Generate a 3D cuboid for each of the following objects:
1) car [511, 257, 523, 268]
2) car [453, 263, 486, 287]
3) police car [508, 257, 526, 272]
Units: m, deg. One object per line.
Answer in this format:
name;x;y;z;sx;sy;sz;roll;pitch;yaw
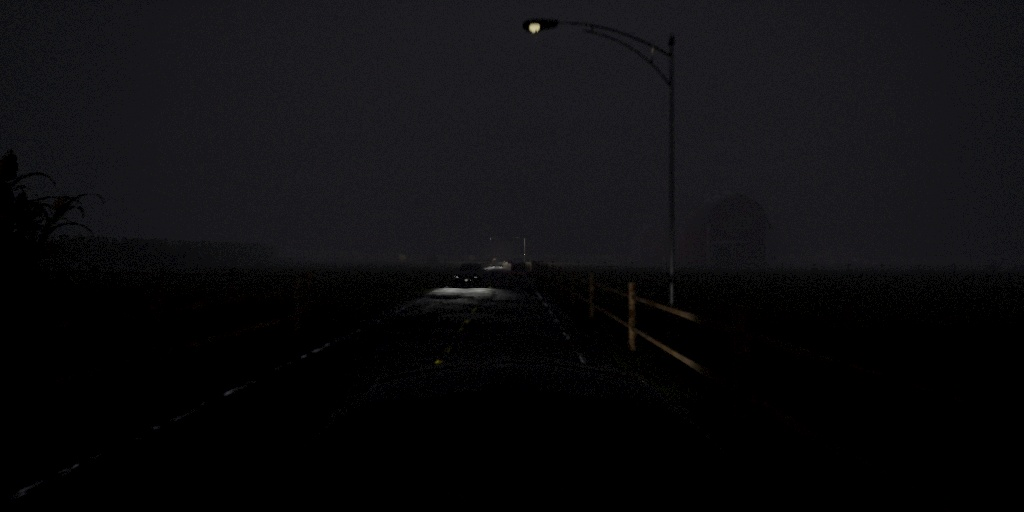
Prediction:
car;0.816;1.075;61.365;2.097;1.767;4.553;0;0;0
car;-2.849;1.247;24.745;1.837;1.490;4.892;0;0;0
police car;0.818;1.158;45.505;1.930;1.638;5.238;0;0;0
